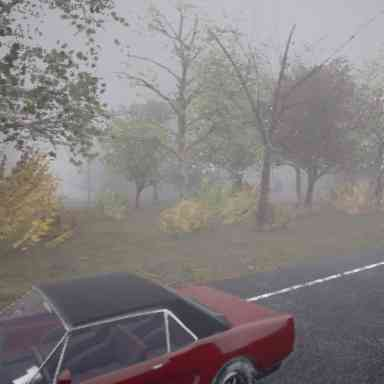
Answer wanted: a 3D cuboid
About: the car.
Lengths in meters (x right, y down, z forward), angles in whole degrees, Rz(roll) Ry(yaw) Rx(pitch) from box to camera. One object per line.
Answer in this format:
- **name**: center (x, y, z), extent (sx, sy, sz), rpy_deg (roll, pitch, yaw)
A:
- **car**: center (-1.221, 1.602, 3.148), extent (4.718, 1.301, 1.895), rpy_deg (0, 0, -36)
